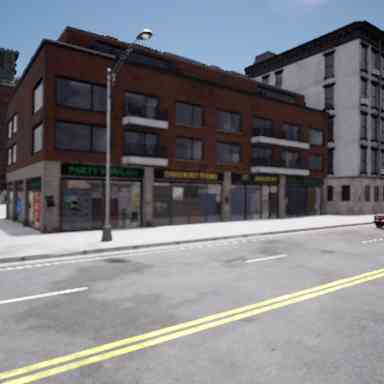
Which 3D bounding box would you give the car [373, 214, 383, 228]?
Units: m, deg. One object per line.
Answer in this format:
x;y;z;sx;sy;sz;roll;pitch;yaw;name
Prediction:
13.655;1.667;21.420;4.718;1.301;1.895;0;0;-36;car
